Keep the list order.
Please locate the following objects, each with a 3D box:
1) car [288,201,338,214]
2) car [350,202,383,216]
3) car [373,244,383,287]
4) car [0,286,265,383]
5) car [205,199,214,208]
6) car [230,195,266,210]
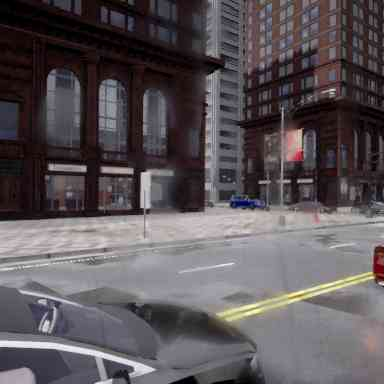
[{"bbox_3d":[13.401,1.725,37.129,2.033,1.411,5.357,1,-1,-35],"label":"car"},{"bbox_3d":[18.936,1.757,34.900,1.994,1.385,4.181,1,-1,-36],"label":"car"},{"bbox_3d":[6.270,1.489,7.905,5.008,1.535,1.882,0,0,-35],"label":"car"},{"bbox_3d":[-1.559,1.492,2.334,4.902,1.511,2.128,0,0,-35],"label":"car"},{"bbox_3d":[1.705,1.834,53.600,1.994,1.385,4.181,1,-1,-35],"label":"car"},{"bbox_3d":[7.523,1.445,45.407,2.150,2.045,5.566,1,-1,-35],"label":"car"}]
